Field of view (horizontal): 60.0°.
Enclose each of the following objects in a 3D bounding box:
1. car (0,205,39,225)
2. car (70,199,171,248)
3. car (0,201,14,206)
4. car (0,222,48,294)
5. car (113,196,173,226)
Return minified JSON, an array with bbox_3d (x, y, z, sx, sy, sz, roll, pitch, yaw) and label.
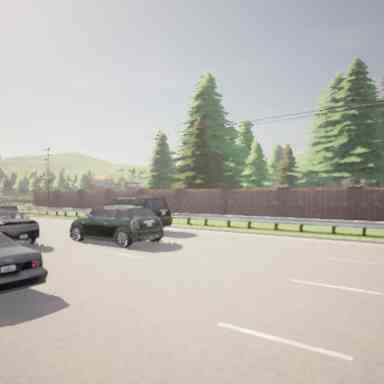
[{"bbox_3d":[-8.531,1.532,14.377,4.902,1.511,2.128,0,0,36],"label":"car"},{"bbox_3d":[-3.495,1.382,15.080,4.553,1.767,2.097,0,0,36],"label":"car"},{"bbox_3d":[-17.150,1.573,29.123,4.902,1.511,2.128,0,0,36],"label":"car"},{"bbox_3d":[-5.669,1.572,8.034,5.357,1.411,2.033,0,0,36],"label":"car"},{"bbox_3d":[-3.701,1.259,19.531,5.566,2.045,2.150,0,0,36],"label":"car"}]
